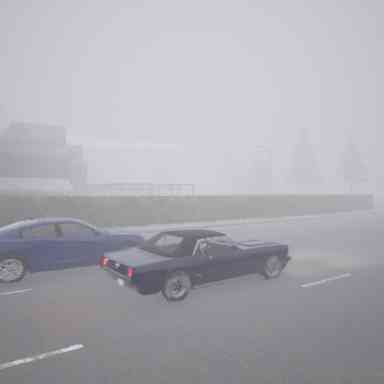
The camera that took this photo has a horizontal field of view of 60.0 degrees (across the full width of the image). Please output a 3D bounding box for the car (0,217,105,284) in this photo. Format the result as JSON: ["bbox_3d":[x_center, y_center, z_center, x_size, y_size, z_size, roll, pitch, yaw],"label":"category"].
[{"bbox_3d":[-3.768,1.477,9.656,5.008,1.535,1.882,0,0,-35],"label":"car"}]

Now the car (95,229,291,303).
[{"bbox_3d":[0.301,1.601,8.260,4.718,1.301,1.895,0,0,-35],"label":"car"}]

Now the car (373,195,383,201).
[{"bbox_3d":[45.124,1.525,80.222,2.128,1.511,4.902,0,0,11],"label":"car"}]
